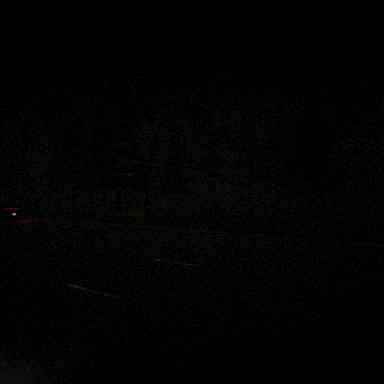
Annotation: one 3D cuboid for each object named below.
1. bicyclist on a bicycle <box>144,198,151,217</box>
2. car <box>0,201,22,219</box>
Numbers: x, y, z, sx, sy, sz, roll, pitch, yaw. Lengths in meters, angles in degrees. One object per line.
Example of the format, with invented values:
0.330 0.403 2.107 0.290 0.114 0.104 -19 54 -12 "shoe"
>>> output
-3.718 1.308 27.898 0.582 1.620 1.656 0 -2 -23 "bicyclist on a bicycle"
-16.149 1.506 27.870 4.892 1.490 1.837 0 0 35 "car"
